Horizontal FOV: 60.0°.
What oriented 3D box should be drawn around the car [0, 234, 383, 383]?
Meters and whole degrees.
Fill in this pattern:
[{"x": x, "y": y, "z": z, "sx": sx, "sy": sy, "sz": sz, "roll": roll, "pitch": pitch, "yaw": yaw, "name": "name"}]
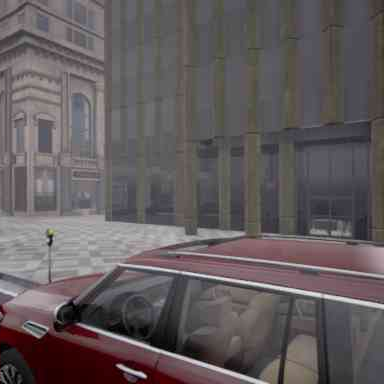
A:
[{"x": 0.262, "y": 1.315, "z": 2.787, "sx": 5.009, "sy": 1.841, "sz": 2.192, "roll": 0, "pitch": 0, "yaw": 36, "name": "car"}]
